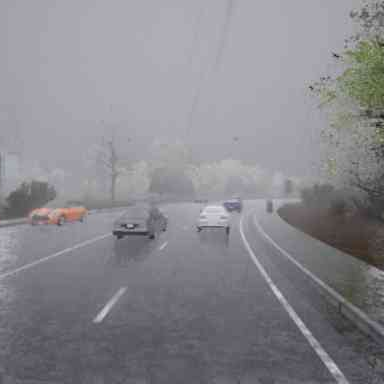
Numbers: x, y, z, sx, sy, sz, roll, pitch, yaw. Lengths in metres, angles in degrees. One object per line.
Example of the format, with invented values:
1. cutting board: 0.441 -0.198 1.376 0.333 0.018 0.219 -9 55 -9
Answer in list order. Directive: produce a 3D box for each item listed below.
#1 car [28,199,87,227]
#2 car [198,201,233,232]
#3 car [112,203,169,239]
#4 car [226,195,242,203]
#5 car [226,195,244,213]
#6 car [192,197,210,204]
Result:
1. car: -9.040 1.329 22.677 2.097 1.767 4.553 0 0 8
2. car: 1.409 1.529 20.197 1.812 1.442 4.674 0 0 7
3. car: -2.484 1.542 17.210 2.033 1.411 5.357 0 0 6
4. car: 8.836 1.370 69.235 1.882 1.535 5.008 0 0 26
5. car: 4.764 1.490 37.885 1.882 1.535 5.008 0 0 14
6. car: 1.743 1.589 62.216 1.895 1.301 4.718 0 0 23
